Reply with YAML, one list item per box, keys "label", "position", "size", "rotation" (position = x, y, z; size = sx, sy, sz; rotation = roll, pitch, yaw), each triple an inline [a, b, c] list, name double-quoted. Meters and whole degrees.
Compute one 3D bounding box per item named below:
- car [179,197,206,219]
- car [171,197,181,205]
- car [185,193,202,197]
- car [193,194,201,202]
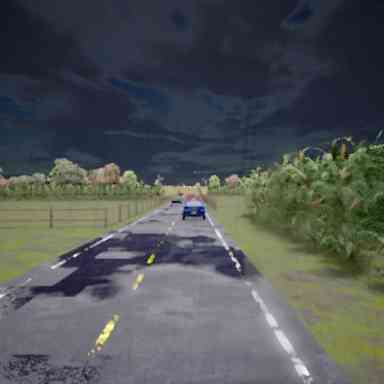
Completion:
- label: "car"
  position: [0.160, 1.443, 28.483]
  size: [1.882, 1.535, 5.008]
  rotation: [0, 0, 0]
- label: "car"
  position: [-2.669, 1.513, 58.314]
  size: [1.895, 1.301, 4.718]
  rotation: [0, 0, 1]
- label: "car"
  position: [0.200, 1.161, 45.350]
  size: [2.150, 2.045, 5.566]
  rotation: [0, 0, 0]
- label: "car"
  position: [1.131, 1.354, 76.624]
  size: [1.882, 1.535, 5.008]
  rotation: [0, 0, 0]
